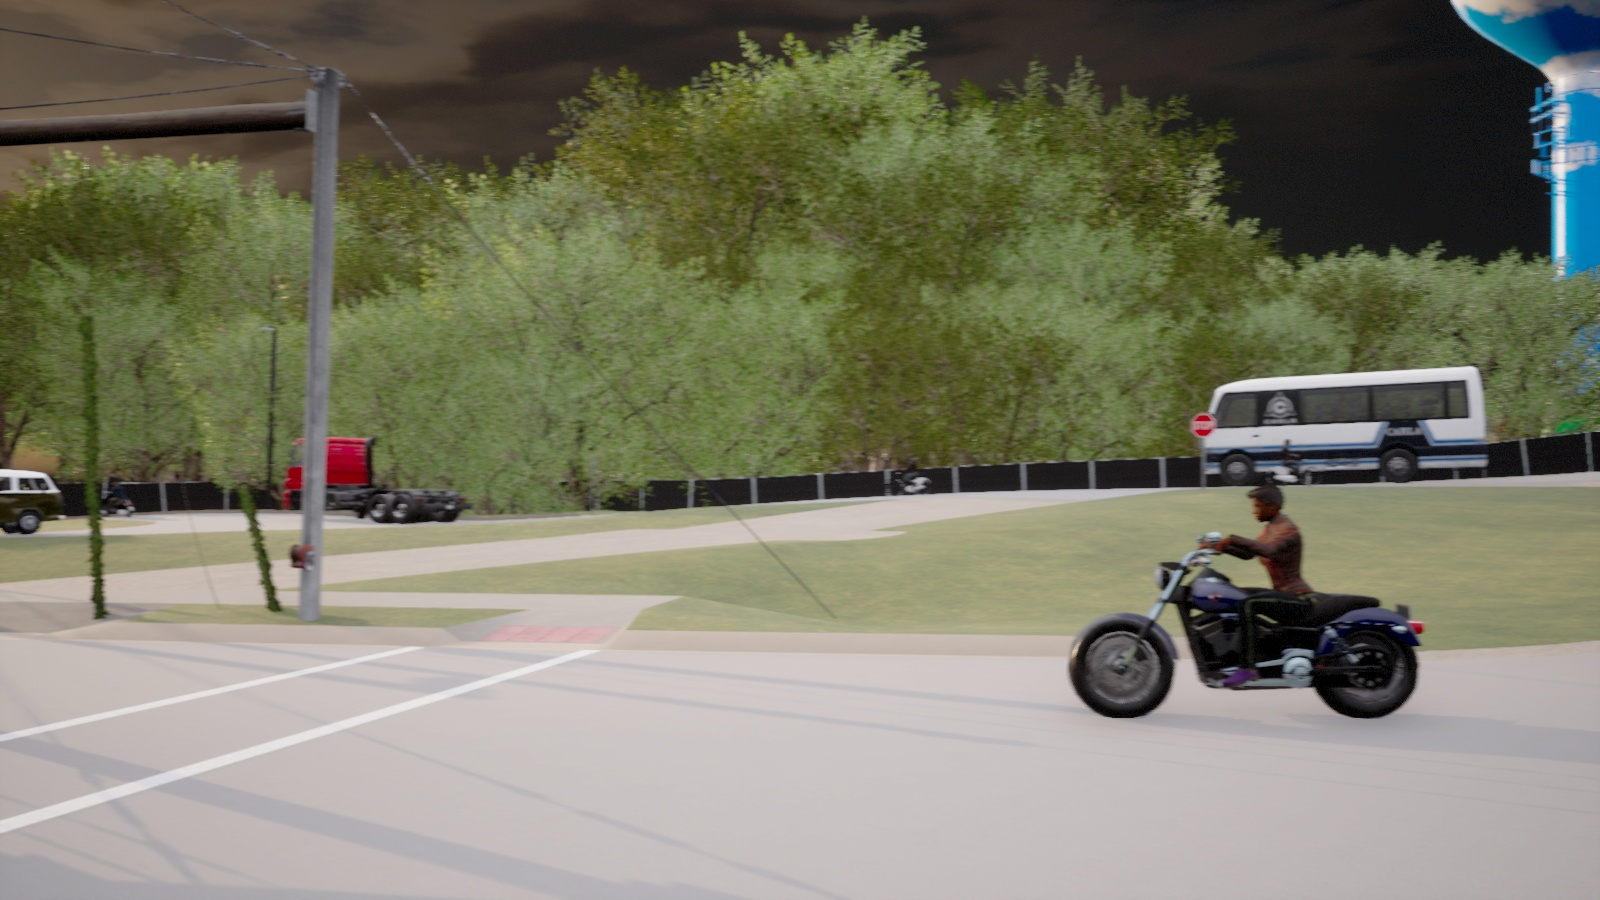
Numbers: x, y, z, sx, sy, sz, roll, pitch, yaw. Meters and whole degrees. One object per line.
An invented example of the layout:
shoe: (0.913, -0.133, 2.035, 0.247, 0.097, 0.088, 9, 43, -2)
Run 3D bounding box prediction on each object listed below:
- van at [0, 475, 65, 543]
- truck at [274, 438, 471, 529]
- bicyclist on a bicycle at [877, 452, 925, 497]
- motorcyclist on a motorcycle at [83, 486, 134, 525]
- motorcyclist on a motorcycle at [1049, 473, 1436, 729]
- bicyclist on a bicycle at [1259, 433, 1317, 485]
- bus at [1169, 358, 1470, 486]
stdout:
van: (-25.259, 1.806, 38.299, 2.069, 2.038, 4.480, -3, -2, 41)
truck: (-17.373, 1.310, 50.859, 7.936, 3.462, 2.891, 0, -1, 29)
bicyclist on a bicycle: (4.212, 1.031, 52.440, 1.843, 1.776, 0.659, -3, -1, -2)
motorcyclist on a motorcycle: (-30.001, 2.404, 54.498, 1.817, 1.590, 0.866, -2, 1, 17)
motorcyclist on a motorcycle: (2.985, 1.026, 8.707, 2.350, 1.649, 0.766, -2, -3, 5)
bicyclist on a bicycle: (17.825, 0.339, 45.889, 1.843, 1.776, 0.659, -3, -1, 26)
bus: (20.019, -0.902, 48.759, 10.273, 4.253, 3.944, -3, -3, 26)
